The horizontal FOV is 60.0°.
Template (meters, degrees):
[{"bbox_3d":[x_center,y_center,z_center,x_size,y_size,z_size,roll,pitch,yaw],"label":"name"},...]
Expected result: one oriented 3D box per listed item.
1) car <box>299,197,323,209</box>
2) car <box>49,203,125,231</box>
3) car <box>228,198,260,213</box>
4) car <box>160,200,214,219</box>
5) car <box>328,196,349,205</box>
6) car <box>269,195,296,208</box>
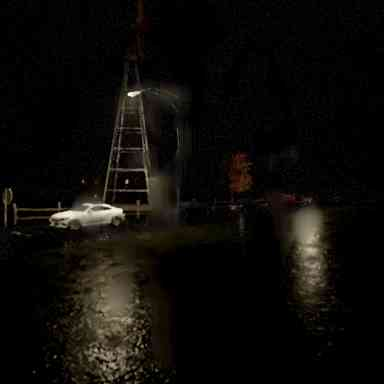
[{"bbox_3d":[15.583,1.408,43.527,1.994,1.385,4.181,1,1,39],"label":"car"},{"bbox_3d":[-6.219,1.432,20.193,1.812,1.442,4.674,1,1,39],"label":"car"},{"bbox_3d":[5.630,1.368,35.573,1.812,1.442,4.674,1,1,38],"label":"car"},{"bbox_3d":[-0.296,1.422,27.889,2.033,1.411,5.357,1,1,38],"label":"car"},{"bbox_3d":[23.738,1.351,53.784,2.033,1.411,5.357,1,1,40],"label":"car"},{"bbox_3d":[11.803,1.159,43.417,2.097,1.767,4.553,1,1,39],"label":"car"}]
